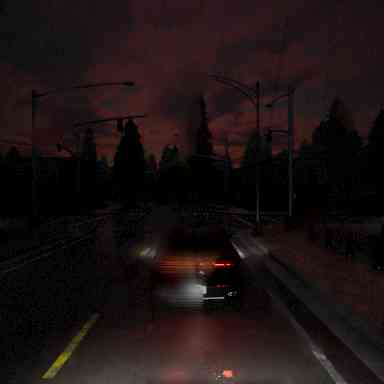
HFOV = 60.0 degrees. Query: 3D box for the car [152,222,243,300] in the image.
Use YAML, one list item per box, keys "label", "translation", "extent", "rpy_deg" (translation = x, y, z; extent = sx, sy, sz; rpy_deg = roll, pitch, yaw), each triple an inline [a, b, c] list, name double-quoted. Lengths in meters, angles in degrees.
- label: "car"
  translation: [0.110, 1.505, 8.371]
  extent: [1.837, 1.490, 4.892]
  rpy_deg: [0, 0, 0]
